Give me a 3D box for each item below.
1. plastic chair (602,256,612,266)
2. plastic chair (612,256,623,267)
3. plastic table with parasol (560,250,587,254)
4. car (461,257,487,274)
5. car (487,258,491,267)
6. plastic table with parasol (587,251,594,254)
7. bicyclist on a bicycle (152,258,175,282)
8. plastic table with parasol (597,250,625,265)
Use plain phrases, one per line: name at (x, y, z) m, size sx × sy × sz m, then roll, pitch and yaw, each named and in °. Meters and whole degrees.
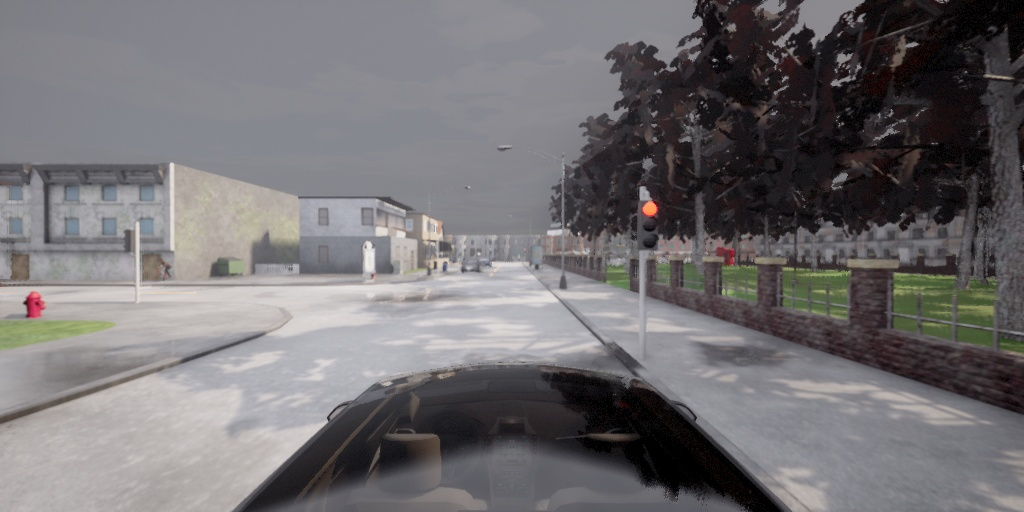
plastic chair at (14.289, 0.973, 54.563) m, size 0.730 × 1.272 × 0.750 m, roll 0°, pitch 0°, yaw -35°
plastic chair at (15.995, 0.964, 54.468) m, size 0.750 × 1.272 × 0.730 m, roll 0°, pitch 0°, yaw -40°
plastic table with parasol at (9.941, 0.329, 58.201) m, size 2.482 × 2.480 × 2.482 m, roll 0°, pitch 0°, yaw -40°
car at (-4.104, 1.021, 36.848) m, size 2.128 × 1.511 × 4.902 m, roll 0°, pitch 0°, yaw 0°
car at (-4.093, 0.948, 53.827) m, size 1.812 × 1.442 × 4.674 m, roll 0°, pitch 0°, yaw 0°
plastic table with parasol at (14.635, 0.283, 63.679) m, size 2.482 × 2.480 × 2.482 m, roll 0°, pitch 0°, yaw -42°
bicyclist on a bicycle at (-23.874, 0.955, 24.572) m, size 0.582 × 1.620 × 1.656 m, roll 0°, pitch 1°, yaw 0°
plastic table with parasol at (15.262, 0.356, 55.466) m, size 2.482 × 2.480 × 2.482 m, roll 0°, pitch 0°, yaw -40°
